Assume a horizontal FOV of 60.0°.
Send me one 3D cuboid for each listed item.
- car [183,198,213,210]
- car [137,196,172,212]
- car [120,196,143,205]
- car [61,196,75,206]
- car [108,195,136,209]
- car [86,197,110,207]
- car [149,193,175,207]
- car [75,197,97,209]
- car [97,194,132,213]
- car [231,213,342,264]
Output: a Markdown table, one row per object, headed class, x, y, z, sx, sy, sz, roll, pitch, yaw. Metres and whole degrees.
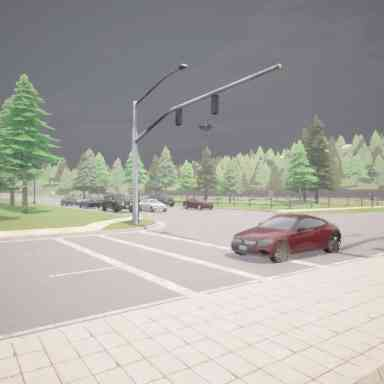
| class | x | y | z | sx | sy | sz | roll | pitch | yaw |
| --- | --- | --- | --- | --- | --- | --- | --- | --- | --- |
| car | 0.750 | 1.478 | 42.900 | 1.882 | 1.535 | 5.008 | 0 | 0 | -35 |
| car | -4.637 | 1.526 | 38.424 | 1.812 | 1.442 | 4.674 | 0 | 0 | -35 |
| car | -10.950 | 1.547 | 59.594 | 2.033 | 1.411 | 5.357 | 0 | 0 | -35 |
| car | -20.055 | 1.505 | 54.266 | 1.837 | 1.490 | 4.892 | 0 | 0 | -35 |
| car | -9.691 | 1.352 | 45.582 | 2.097 | 1.767 | 4.553 | 0 | 0 | -35 |
| car | -15.147 | 1.547 | 53.353 | 2.033 | 1.411 | 5.357 | 0 | 0 | -35 |
| car | -4.826 | 1.221 | 50.831 | 2.150 | 2.045 | 5.566 | 0 | 0 | -35 |
| car | -14.132 | 1.601 | 45.813 | 1.895 | 1.301 | 4.718 | 0 | 0 | -35 |
| car | -8.506 | 1.221 | 37.825 | 2.150 | 2.045 | 5.566 | 0 | 0 | -36 |
| car | 3.533 | 1.526 | 11.974 | 4.674 | 1.442 | 1.812 | 0 | 0 | -35 |
